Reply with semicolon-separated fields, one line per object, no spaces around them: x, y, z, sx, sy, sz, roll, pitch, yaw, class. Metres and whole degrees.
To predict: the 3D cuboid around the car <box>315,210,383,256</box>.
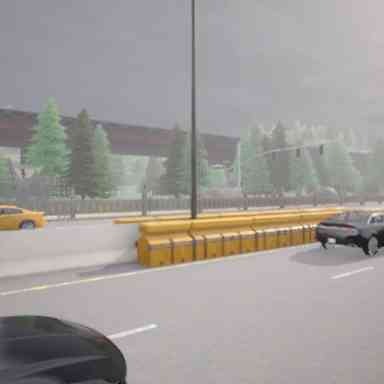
6.809;1.460;12.917;4.902;1.511;2.128;0;0;-36;car

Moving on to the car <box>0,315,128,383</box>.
-2.767;1.481;1.770;5.008;1.535;1.882;0;0;-36;car

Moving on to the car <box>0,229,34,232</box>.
-10.547;1.474;17.858;5.008;1.535;1.882;0;0;-35;car
